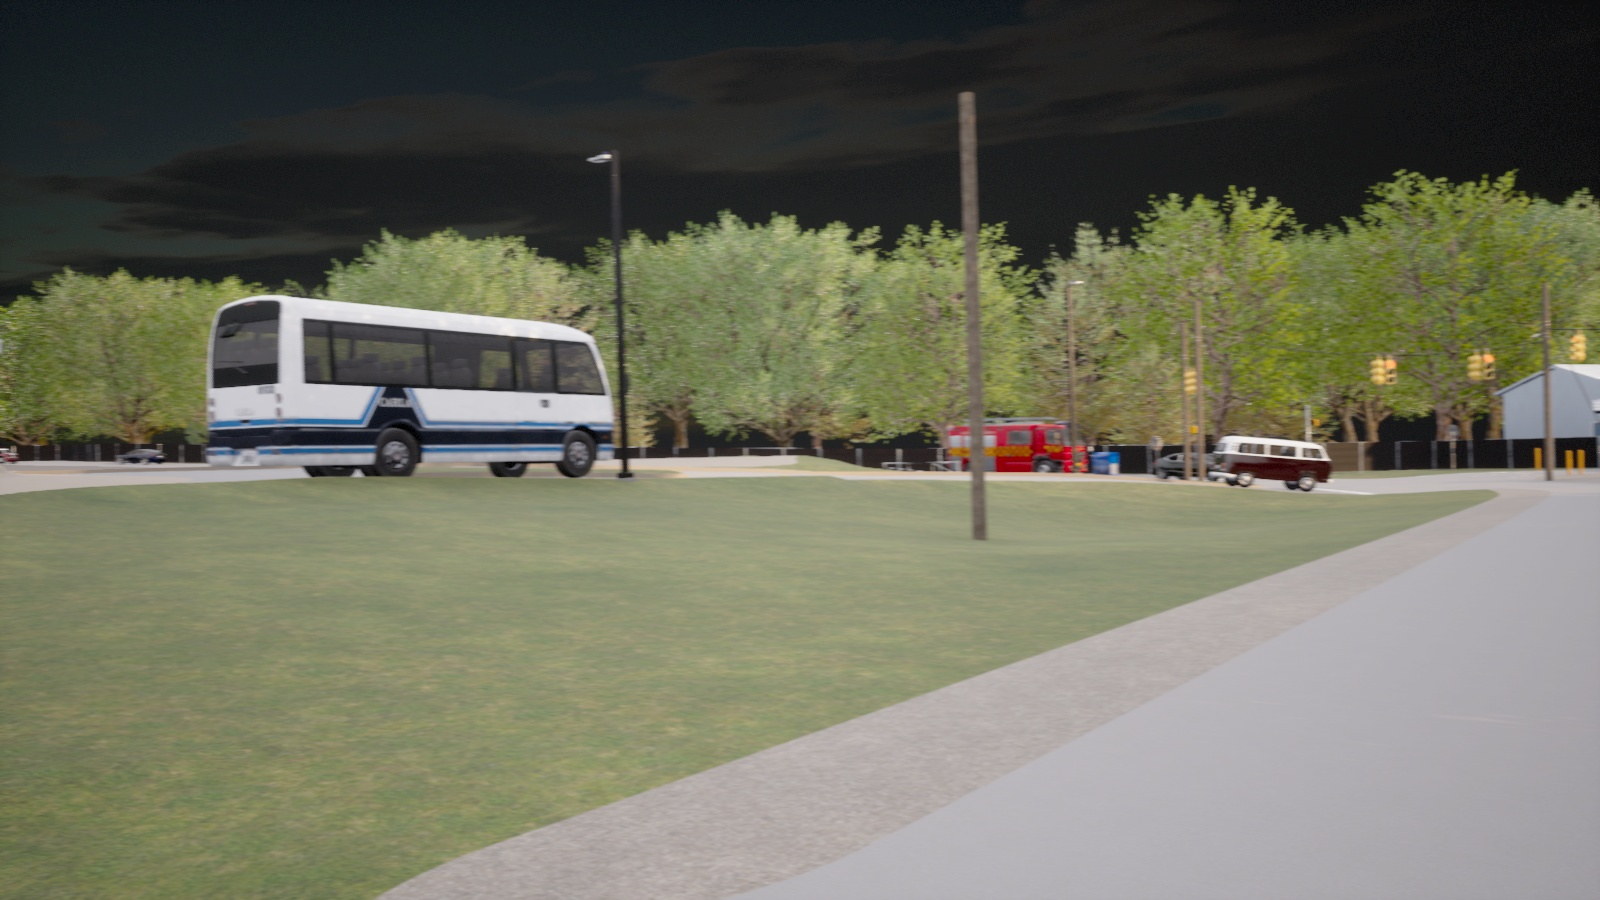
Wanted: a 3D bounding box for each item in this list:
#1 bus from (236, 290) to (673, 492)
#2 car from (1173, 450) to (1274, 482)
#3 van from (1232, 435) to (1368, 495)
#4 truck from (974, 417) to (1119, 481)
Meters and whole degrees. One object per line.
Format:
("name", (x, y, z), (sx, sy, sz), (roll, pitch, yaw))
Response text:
("bus", (-8.229, -1.249, 31.681), (3.944, 4.253, 10.273), (-1, 0, 38))
("car", (23.780, 0.851, 70.621), (2.152, 1.651, 5.027), (-3, 2, -37))
("van", (19.952, 0.585, 50.253), (4.480, 2.038, 2.069), (4, 1, 2))
("truck", (15.471, -0.088, 79.265), (8.468, 3.827, 2.891), (0, 2, 37))
